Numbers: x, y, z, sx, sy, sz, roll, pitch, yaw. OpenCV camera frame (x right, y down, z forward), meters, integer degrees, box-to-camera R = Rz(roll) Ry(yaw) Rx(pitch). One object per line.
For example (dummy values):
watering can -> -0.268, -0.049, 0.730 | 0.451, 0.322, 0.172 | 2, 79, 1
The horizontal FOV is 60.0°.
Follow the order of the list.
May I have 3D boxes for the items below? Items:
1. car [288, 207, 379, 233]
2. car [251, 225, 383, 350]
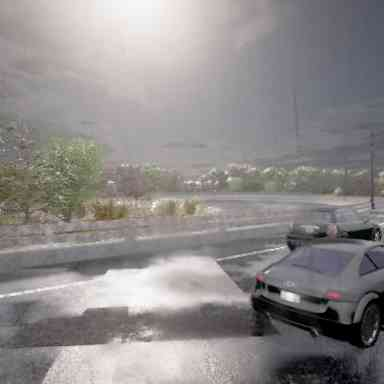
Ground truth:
car -> 5.789, 1.397, 13.346 | 4.553, 1.767, 2.097 | 0, 0, -42
car -> 3.075, 1.586, 6.388 | 4.181, 1.385, 1.994 | 0, 0, -39
